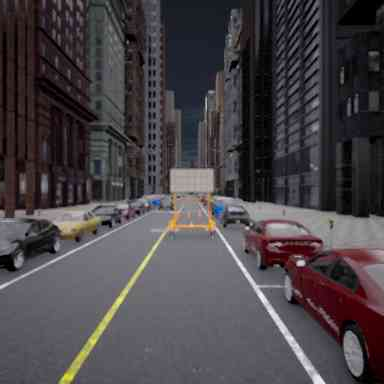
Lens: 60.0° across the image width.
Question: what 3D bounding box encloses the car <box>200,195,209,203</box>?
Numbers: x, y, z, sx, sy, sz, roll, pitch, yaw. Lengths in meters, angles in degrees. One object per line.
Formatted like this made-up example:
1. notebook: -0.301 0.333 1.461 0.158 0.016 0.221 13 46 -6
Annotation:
1. car: 2.753 1.573 55.995 1.887 1.381 4.507 0 0 0

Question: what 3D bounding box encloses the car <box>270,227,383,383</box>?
1. car: 2.761 1.544 5.269 1.887 1.381 4.507 0 0 0

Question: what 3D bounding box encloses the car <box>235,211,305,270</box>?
1. car: 2.760 1.544 10.905 1.887 1.381 4.507 0 0 0

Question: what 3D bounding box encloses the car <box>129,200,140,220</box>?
1. car: -5.768 1.586 27.796 1.802 1.307 4.206 0 0 0

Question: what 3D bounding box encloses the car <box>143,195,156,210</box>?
1. car: -5.770 1.452 39.070 1.967 1.590 4.097 0 0 0

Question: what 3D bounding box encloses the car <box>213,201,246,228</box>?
1. car: 2.758 1.552 22.178 2.008 1.369 4.403 0 0 0

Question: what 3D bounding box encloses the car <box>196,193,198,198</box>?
1. car: 2.748 1.603 89.983 1.752 1.417 4.829 0 0 0

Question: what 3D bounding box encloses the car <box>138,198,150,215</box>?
1. car: -5.769 1.573 33.433 1.947 1.339 4.313 0 0 0

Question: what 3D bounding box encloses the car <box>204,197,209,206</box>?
1. car: 2.756 1.593 39.087 1.802 1.307 4.206 0 0 0

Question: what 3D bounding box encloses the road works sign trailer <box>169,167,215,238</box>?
1. road works sign trailer: -0.002 0.465 17.562 2.380 3.560 2.880 0 0 0

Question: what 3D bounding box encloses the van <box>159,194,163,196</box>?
1. van: -5.772 1.363 50.343 1.690 1.788 3.998 0 0 0

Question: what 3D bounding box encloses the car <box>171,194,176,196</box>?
1. car: -5.776 1.612 84.162 1.887 1.381 4.507 0 0 0

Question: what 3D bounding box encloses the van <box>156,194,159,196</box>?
1. van: -5.771 1.358 44.706 1.690 1.788 3.998 0 0 0

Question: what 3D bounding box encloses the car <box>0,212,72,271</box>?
1. car: -5.765 1.565 10.886 1.947 1.339 4.313 0 0 0

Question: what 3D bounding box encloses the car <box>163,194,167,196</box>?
1. car: -5.773 1.349 61.615 2.192 1.841 5.009 0 0 0

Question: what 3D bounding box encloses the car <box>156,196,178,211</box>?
1. car: -3.095 1.519 41.197 1.837 1.490 4.892 0 0 0

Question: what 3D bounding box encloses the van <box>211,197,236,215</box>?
1. van: 2.757 1.345 27.814 1.690 1.788 3.998 0 0 0

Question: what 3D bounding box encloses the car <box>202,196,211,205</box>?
1. car: 2.755 1.567 44.723 2.008 1.369 4.403 0 0 0

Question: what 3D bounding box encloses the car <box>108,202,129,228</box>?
1. car: -5.767 1.568 22.159 1.947 1.339 4.313 0 0 0

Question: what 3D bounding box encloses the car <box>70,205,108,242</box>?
1. car: -5.766 1.526 16.353 1.752 1.417 4.829 0 0 0

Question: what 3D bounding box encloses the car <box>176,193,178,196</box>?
1. car: -5.777 1.654 95.435 1.947 1.339 4.313 0 0 0

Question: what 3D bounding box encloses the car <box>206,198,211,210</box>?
1. car: 2.756 1.558 33.450 2.008 1.369 4.403 0 0 0

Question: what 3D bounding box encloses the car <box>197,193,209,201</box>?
1. car: 2.751 1.356 67.268 2.192 1.841 5.009 0 0 0
